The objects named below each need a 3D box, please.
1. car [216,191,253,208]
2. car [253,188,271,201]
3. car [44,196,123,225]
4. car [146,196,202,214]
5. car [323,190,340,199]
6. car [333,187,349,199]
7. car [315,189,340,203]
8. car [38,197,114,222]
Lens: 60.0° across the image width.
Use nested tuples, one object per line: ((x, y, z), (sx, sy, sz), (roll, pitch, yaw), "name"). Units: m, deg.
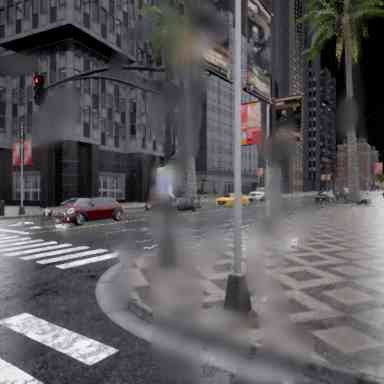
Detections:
((4.538, 0.863, 37.237), (1.882, 1.535, 5.008), (0, 1, 35), "car")
((10.660, 0.356, 51.349), (2.150, 2.045, 5.566), (0, 1, 35), "car")
((-6.659, 1.074, 21.450), (2.097, 1.767, 4.553), (0, 1, 35), "car")
((-1.181, 1.103, 29.181), (2.033, 1.411, 5.357), (0, 1, 35), "car")
((25.807, 0.352, 61.297), (1.882, 1.535, 5.008), (0, 1, 36), "car")
((23.720, 0.231, 52.739), (2.150, 2.045, 5.566), (0, 1, 36), "car")
((17.858, 0.676, 44.459), (1.837, 1.490, 4.892), (0, 1, 35), "car")
((-8.423, 1.181, 24.563), (2.128, 1.511, 4.902), (0, 1, 36), "car")
